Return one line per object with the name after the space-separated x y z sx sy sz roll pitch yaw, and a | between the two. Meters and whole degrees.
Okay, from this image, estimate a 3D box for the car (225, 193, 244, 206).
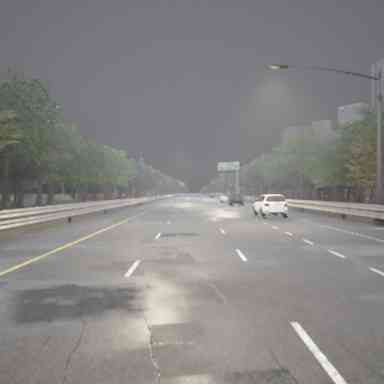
7.163 1.266 54.884 2.150 2.045 5.566 0 0 0 | car

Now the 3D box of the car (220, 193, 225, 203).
7.282 1.281 72.027 2.150 2.045 5.566 0 0 0 | car

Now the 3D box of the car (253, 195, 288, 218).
7.050 1.243 30.229 2.150 2.045 5.566 0 0 0 | car
